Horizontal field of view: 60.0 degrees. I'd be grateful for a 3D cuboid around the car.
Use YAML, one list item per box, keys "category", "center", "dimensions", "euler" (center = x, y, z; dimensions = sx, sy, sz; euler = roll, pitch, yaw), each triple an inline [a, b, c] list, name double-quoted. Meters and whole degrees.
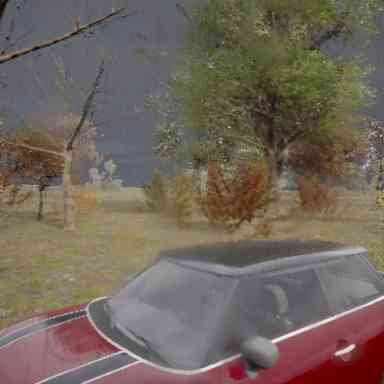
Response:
- category: "car"
  center: [0.238, 1.345, 3.221]
  dimensions: [4.553, 1.767, 2.097]
  euler: [0, 0, -35]
